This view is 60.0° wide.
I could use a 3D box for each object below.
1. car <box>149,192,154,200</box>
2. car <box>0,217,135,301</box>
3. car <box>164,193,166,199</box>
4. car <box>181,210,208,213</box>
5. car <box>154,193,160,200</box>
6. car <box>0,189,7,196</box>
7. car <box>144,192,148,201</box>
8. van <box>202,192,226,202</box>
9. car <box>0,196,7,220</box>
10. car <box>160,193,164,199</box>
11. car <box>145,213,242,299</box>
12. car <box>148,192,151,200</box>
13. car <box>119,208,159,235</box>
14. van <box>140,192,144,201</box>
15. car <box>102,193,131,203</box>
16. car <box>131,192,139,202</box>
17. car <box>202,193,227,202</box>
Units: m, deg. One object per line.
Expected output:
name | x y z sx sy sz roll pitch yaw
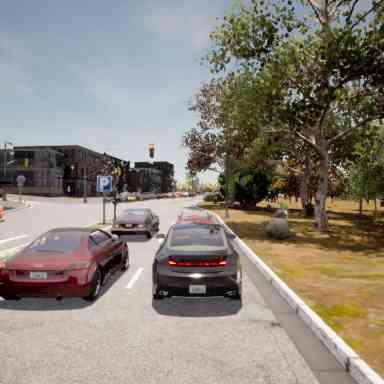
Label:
car | -12.305 1.359 80.720 4.674 1.452 2.002 -1 0 -13
car | -2.905 1.574 8.400 1.994 1.385 4.181 0 0 1
car | -10.623 1.316 92.688 5.008 1.535 2.097 -1 0 -12
car | 0.150 1.625 17.716 1.895 1.301 4.718 0 0 0
car | -11.493 1.357 86.702 4.674 1.452 2.002 -1 0 -12
car | -31.190 0.137 53.627 2.002 1.452 4.674 6 -3 -19
car | -13.047 1.321 74.722 4.892 1.521 2.231 -1 0 -14
van | 4.253 1.043 65.370 4.442 1.987 1.878 1 0 -14
car | -16.639 1.404 24.959 4.553 1.767 2.185 -1 0 -19
car | -11.044 1.065 89.709 5.566 2.045 2.435 -1 0 -12
car | 0.105 1.515 8.447 1.837 1.490 4.892 0 0 0
car | -12.676 1.359 77.718 4.674 1.452 2.002 -1 0 -13
car | -2.852 1.572 17.619 2.033 1.411 5.357 0 0 1
van | -13.274 1.093 71.751 4.442 1.987 1.878 -1 0 -14
car | -14.473 1.358 62.767 4.792 1.488 2.163 -1 0 -15
car | -13.830 1.315 65.759 5.366 1.575 1.946 -1 0 -15
car | 4.635 1.141 68.339 4.553 1.767 2.185 1 0 -14
